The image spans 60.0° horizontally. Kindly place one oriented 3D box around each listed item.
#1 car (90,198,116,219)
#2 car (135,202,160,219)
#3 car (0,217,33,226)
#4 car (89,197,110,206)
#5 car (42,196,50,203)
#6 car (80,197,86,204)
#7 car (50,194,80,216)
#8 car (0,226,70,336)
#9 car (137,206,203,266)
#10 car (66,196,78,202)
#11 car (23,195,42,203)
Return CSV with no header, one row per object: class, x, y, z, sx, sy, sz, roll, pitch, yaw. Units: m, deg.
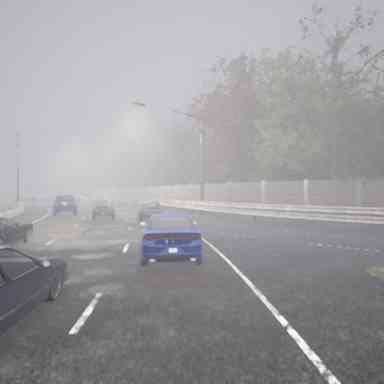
car,-7.762,1.542,29.222,2.128,1.511,4.902,0,0,-15
car,-3.401,1.524,26.438,2.128,1.511,4.902,0,0,-14
car,-7.965,1.640,13.199,1.895,1.301,4.718,0,0,-7
car,-15.893,1.647,56.946,2.033,1.411,5.357,0,0,-31
car,-31.417,1.509,72.461,2.128,1.511,4.902,0,0,-44
car,-23.474,1.732,68.846,1.895,1.301,4.718,0,0,-32
car,-12.868,1.294,34.000,2.150,2.045,5.566,0,0,-18
car,-3.636,1.565,5.202,2.033,1.411,5.357,0,0,-2
car,-0.816,1.490,11.770,1.882,1.535,5.008,0,0,-7
car,-26.901,1.521,74.479,1.994,1.385,4.181,0,0,-29
car,-34.042,1.491,70.145,1.837,1.490,4.892,0,0,-44
